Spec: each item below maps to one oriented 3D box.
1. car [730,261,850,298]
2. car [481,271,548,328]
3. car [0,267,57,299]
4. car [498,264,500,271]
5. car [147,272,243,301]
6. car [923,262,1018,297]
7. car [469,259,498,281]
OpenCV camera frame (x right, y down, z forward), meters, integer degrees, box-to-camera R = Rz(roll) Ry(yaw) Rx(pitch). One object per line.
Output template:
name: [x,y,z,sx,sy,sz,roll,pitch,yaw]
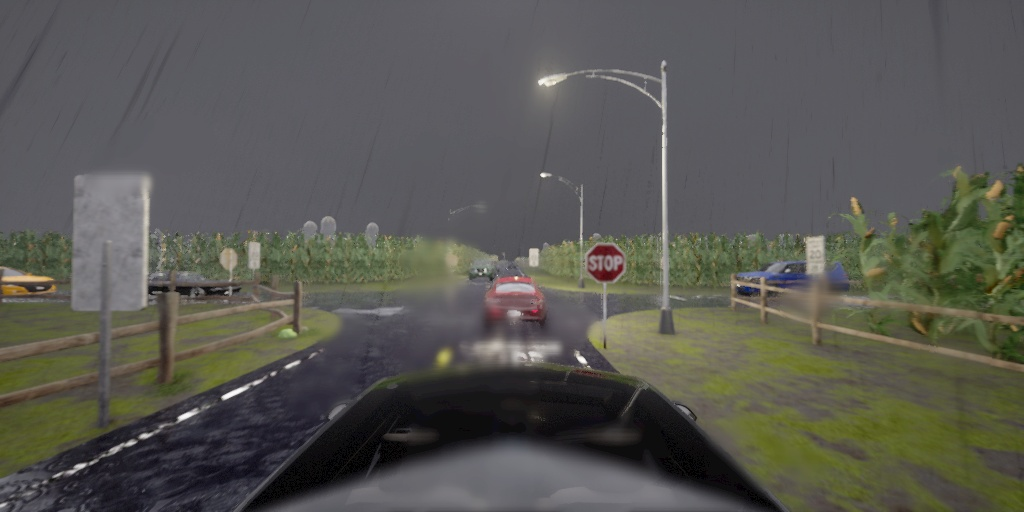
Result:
car: [15.130,1.277,19.676,5.566,2.045,2.150,0,-1,1]
car: [0.100,1.377,11.684,1.812,1.442,4.674,0,-1,0]
car: [-24.967,1.235,17.130,5.008,1.535,1.882,0,-1,1]
car: [-2.836,1.727,45.169,2.033,1.411,5.357,0,-1,0]
car: [-15.686,1.408,17.037,4.718,1.301,1.895,0,-1,1]
car: [25.816,1.349,19.576,5.566,2.045,2.150,0,-1,0]
car: [-2.842,1.302,34.969,2.150,2.045,5.566,0,-1,0]
